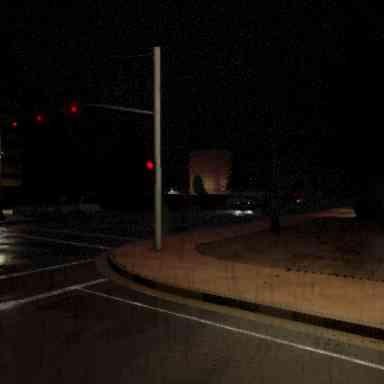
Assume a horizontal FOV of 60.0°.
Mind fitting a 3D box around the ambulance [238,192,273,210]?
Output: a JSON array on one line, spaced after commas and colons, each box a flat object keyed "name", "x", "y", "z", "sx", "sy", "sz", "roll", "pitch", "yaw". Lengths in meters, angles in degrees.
[{"name": "ambulance", "x": 8.766, "y": 1.237, "z": 47.309, "sx": 2.351, "sy": 2.431, "sz": 6.366, "roll": -1, "pitch": 0, "yaw": 36}]
